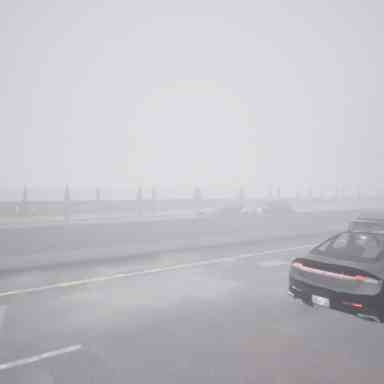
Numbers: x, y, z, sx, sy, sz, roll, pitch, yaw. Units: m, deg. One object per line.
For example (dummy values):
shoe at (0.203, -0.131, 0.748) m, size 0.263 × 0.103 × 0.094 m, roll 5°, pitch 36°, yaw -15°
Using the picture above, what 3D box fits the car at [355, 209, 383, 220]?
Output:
car at (8.606, 1.511, 14.287) m, size 4.892 × 1.490 × 1.837 m, roll 0°, pitch 0°, yaw -36°

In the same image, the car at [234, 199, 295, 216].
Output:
car at (5.828, 1.368, 25.466) m, size 4.553 × 1.767 × 2.097 m, roll 0°, pitch 0°, yaw -36°

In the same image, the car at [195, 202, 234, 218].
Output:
car at (2.853, 1.566, 27.635) m, size 5.357 × 1.411 × 2.033 m, roll 0°, pitch 0°, yaw -36°

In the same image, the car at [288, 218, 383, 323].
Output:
car at (3.991, 1.495, 6.644) m, size 4.902 × 1.511 × 2.128 m, roll 0°, pitch 0°, yaw -36°
